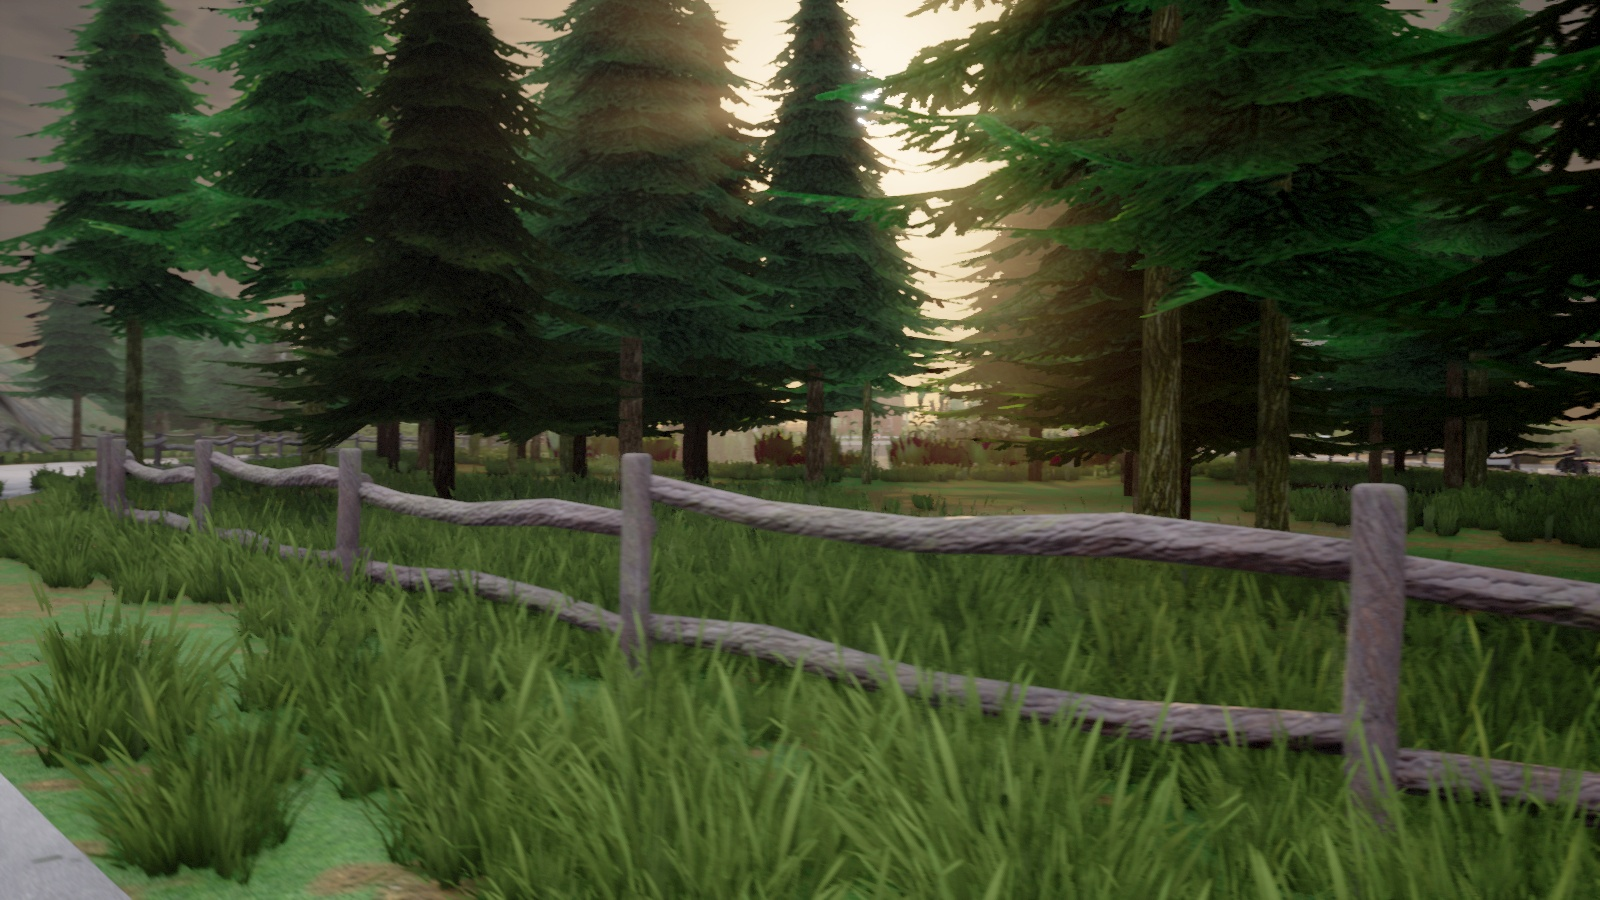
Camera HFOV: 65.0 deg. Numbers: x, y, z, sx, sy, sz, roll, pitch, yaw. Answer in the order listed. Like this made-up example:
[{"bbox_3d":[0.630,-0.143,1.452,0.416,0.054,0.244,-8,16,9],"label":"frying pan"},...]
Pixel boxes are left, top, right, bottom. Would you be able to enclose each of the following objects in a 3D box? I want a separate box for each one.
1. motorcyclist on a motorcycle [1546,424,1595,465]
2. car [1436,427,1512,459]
[{"bbox_3d":[31.575,-0.236,51.521,0.766,1.649,2.350,0,1,6],"label":"motorcyclist on a motorcycle"},{"bbox_3d":[32.516,-0.339,60.680,1.970,1.475,3.806,0,1,6],"label":"car"}]
